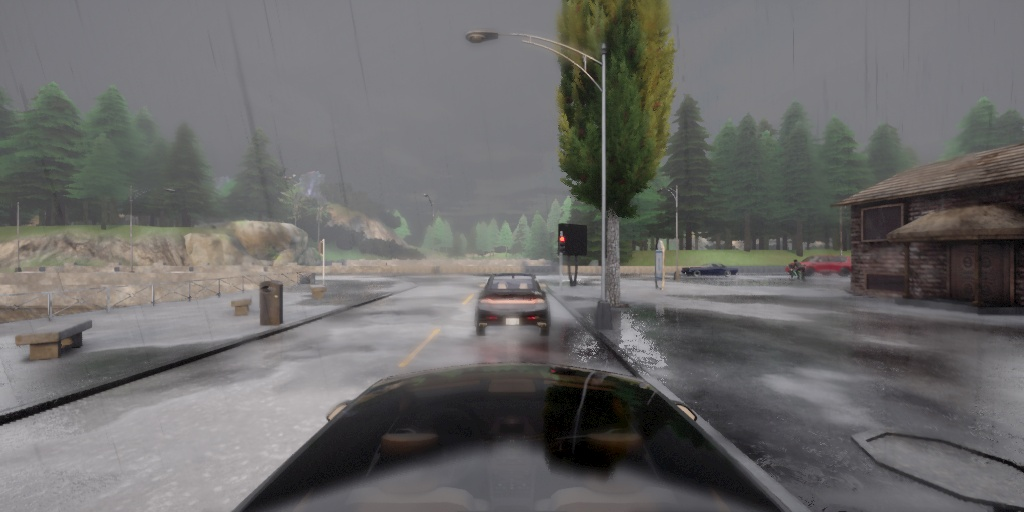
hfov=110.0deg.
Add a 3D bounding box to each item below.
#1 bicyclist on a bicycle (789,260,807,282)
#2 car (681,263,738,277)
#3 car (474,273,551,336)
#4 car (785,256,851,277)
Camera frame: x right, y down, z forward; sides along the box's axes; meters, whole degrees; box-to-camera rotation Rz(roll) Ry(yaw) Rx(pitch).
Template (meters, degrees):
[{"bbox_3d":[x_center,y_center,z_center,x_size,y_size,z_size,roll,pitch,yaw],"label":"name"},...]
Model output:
[{"bbox_3d":[20.957,1.094,26.330,0.582,1.620,1.656,-1,0,0],"label":"bicyclist on a bicycle"},{"bbox_3d":[19.020,1.351,34.733,4.718,1.301,1.895,0,0,0],"label":"car"},{"bbox_3d":[0.031,1.241,10.386,2.128,1.511,4.902,0,0,0],"label":"car"},{"bbox_3d":[29.782,0.971,34.733,5.566,2.045,2.150,0,0,0],"label":"car"}]
